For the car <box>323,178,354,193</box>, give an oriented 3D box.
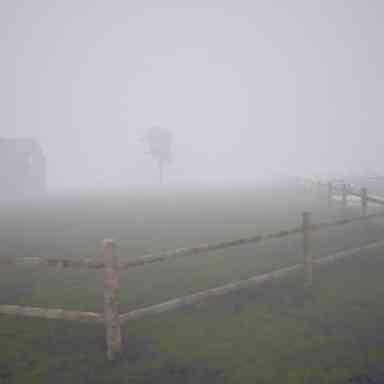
[{"bbox_3d":[13.098,-0.624,29.942,1.895,1.301,4.718,-1,3,12],"label":"car"}]
